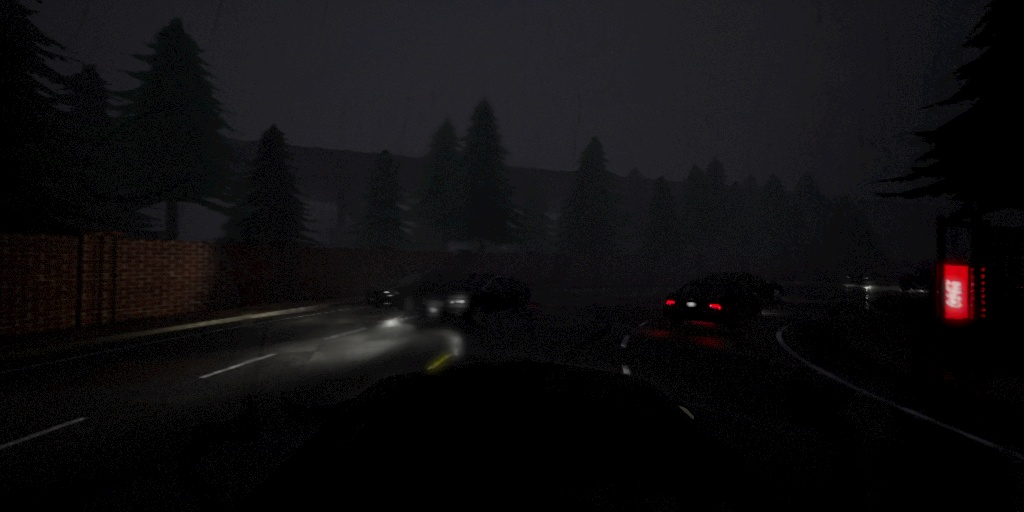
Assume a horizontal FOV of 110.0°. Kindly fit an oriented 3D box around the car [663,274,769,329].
[{"bbox_3d":[6.953,1.502,12.231,2.033,1.411,5.357,0,-1,44],"label":"car"}]

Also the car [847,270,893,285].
[{"bbox_3d":[34.808,2.051,34.826,4.674,1.442,1.812,1,-1,-20],"label":"car"}]

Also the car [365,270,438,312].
[{"bbox_3d":[-3.793,1.360,15.310,1.882,1.535,5.008,-1,-1,33],"label":"car"}]

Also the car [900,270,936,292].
[{"bbox_3d":[29.785,1.832,25.317,5.008,1.535,1.882,1,-1,-20],"label":"car"}]

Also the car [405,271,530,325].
[{"bbox_3d":[-1.078,1.368,12.674,2.128,1.511,4.902,0,-1,31],"label":"car"}]

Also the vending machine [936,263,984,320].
[{"bbox_3d":[15.321,1.236,12.233,0.880,2.100,1.100,0,0,-20],"label":"vending machine"}]

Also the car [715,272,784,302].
[{"bbox_3d":[11.865,1.591,18.661,4.892,1.490,1.837,1,-1,-22],"label":"car"}]

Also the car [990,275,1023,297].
[{"bbox_3d":[31.387,1.879,22.177,5.357,1.411,2.033,1,-1,-20],"label":"car"}]
